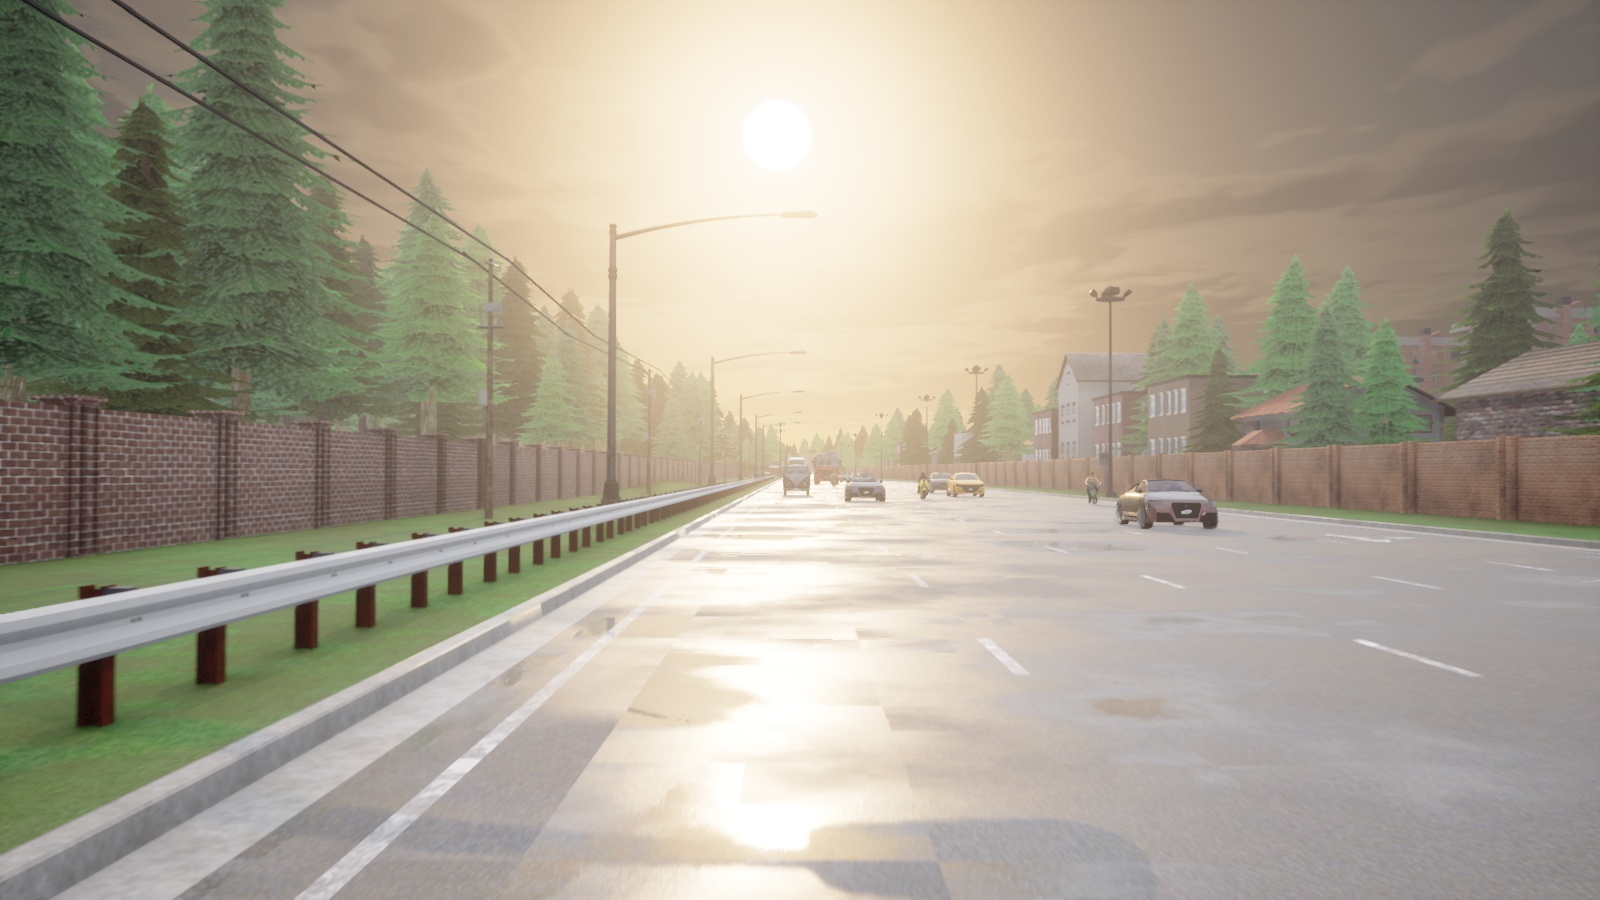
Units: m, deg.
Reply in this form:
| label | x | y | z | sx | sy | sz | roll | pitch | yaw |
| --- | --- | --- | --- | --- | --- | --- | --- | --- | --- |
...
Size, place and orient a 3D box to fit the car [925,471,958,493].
| label | x | y | z | sx | sy | sz | roll | pitch | yaw |
| --- | --- | --- | --- | --- | --- | --- | --- | --- | --- |
| car | 10.274 | 2.306 | 91.246 | 1.837 | 1.490 | 4.892 | 0 | -1 | 0 |

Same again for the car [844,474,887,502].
| label | x | y | z | sx | sy | sz | roll | pitch | yaw |
| --- | --- | --- | --- | --- | --- | --- | --- | --- | --- |
| car | 3.339 | 1.955 | 65.091 | 1.994 | 1.385 | 4.181 | 0 | -1 | 0 |

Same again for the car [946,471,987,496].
| label | x | y | z | sx | sy | sz | roll | pitch | yaw |
| --- | --- | --- | --- | --- | --- | --- | --- | --- | --- |
| car | 10.306 | 2.060 | 78.217 | 1.882 | 1.535 | 5.008 | 0 | -1 | 0 |

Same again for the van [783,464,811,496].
| label | x | y | z | sx | sy | sz | roll | pitch | yaw |
| --- | --- | --- | --- | --- | --- | --- | --- | --- | --- |
| van | -0.200 | 1.916 | 80.541 | 1.775 | 1.987 | 4.442 | 0 | -1 | 0 |

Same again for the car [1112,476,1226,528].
| label | x | y | z | sx | sy | sz | roll | pitch | yaw |
| --- | --- | --- | --- | --- | --- | --- | --- | --- | --- |
| car | 10.411 | 1.436 | 35.784 | 1.994 | 1.385 | 4.181 | 0 | -1 | 0 |
